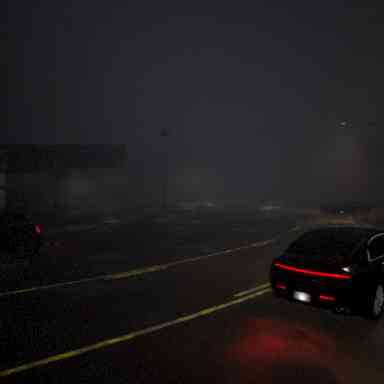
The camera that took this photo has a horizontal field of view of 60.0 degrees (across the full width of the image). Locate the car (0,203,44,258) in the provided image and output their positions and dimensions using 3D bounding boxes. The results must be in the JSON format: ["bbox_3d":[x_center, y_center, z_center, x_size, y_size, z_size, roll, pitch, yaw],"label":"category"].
[{"bbox_3d":[-7.703,1.429,11.493,4.553,1.767,2.097,0,0,-38],"label":"car"}]

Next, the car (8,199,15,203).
[{"bbox_3d":[-33.709,1.668,58.735,4.611,1.667,2.242,0,0,2],"label":"car"}]

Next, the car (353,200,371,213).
[{"bbox_3d":[18.618,1.619,38.065,2.128,1.511,4.902,0,0,3],"label":"car"}]

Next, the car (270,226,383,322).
[{"bbox_3d":[3.613,1.533,7.439,4.892,1.490,1.837,-1,1,-45],"label":"car"}]

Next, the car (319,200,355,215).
[{"bbox_3d":[15.069,1.724,35.306,1.895,1.301,4.718,0,0,4],"label":"car"}]
